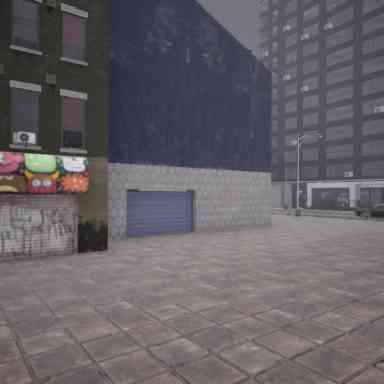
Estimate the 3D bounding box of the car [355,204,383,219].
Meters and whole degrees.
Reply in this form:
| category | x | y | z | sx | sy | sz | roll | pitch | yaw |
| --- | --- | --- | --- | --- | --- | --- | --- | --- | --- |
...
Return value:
| category | x | y | z | sx | sy | sz | roll | pitch | yaw |
| --- | --- | --- | --- | --- | --- | --- | --- | --- | --- |
| car | 15.625 | 1.619 | 26.315 | 1.895 | 1.301 | 4.718 | 1 | 0 | -36 |
